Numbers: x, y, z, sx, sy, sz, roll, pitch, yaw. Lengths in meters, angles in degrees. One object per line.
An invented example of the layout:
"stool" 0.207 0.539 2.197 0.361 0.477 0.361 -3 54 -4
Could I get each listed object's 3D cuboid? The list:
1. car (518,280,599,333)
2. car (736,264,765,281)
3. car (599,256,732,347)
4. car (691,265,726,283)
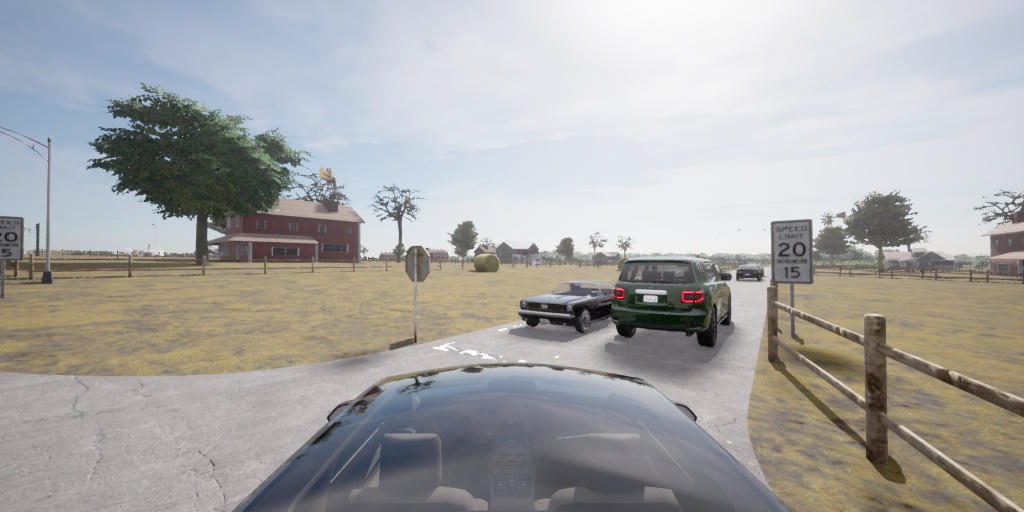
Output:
"car" 2.191 1.462 11.467 1.895 1.301 4.718 -1 -1 37
"car" 23.036 1.567 34.813 1.882 1.535 5.008 -1 -1 37
"car" 4.593 1.043 9.920 2.150 2.045 5.566 -1 -1 36
"car" 18.289 1.586 33.221 2.128 1.511 4.902 -1 -1 37
